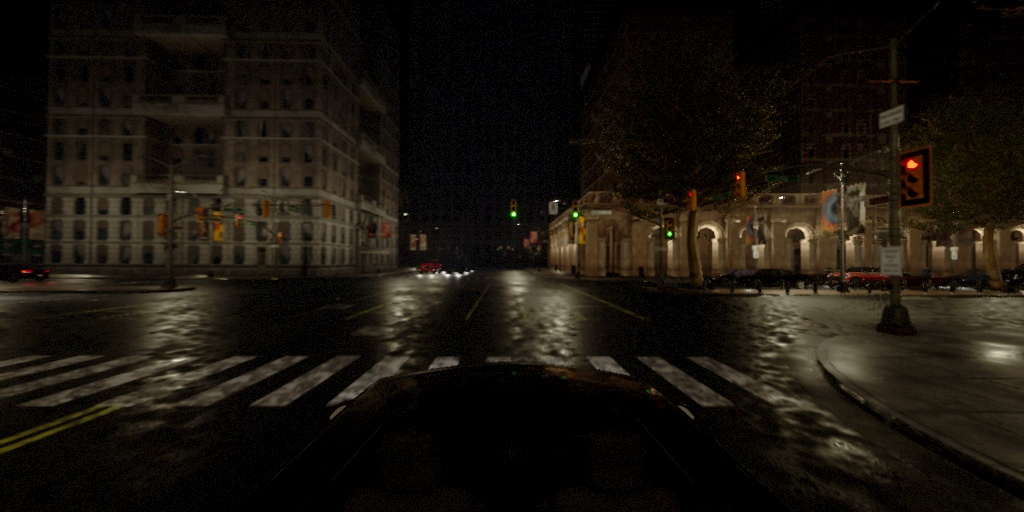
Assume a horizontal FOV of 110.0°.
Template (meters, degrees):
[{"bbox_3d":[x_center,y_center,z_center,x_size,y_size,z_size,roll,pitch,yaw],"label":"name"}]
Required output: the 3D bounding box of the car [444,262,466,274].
[{"bbox_3d":[-8.172,1.857,51.916,1.812,1.442,4.674,0,-1,-1],"label":"car"}]

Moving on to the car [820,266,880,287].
[{"bbox_3d":[29.231,1.634,30.136,4.553,1.767,2.097,0,-1,-1],"label":"car"}]

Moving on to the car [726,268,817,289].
[{"bbox_3d":[19.080,1.653,26.483,5.008,1.535,1.882,0,-1,-1],"label":"car"}]

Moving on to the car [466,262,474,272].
[{"bbox_3d":[-8.293,1.800,61.219,2.097,1.767,4.553,0,-1,0],"label":"car"}]

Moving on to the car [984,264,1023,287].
[{"bbox_3d":[39.656,1.524,26.783,5.566,2.045,2.150,0,-1,-1],"label":"car"}]

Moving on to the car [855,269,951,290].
[{"bbox_3d":[28.955,1.838,26.631,4.718,1.301,1.895,0,-1,-1],"label":"car"}]

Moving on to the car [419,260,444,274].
[{"bbox_3d":[-11.662,1.526,51.431,2.150,2.045,5.566,0,-1,-1],"label":"car"}]

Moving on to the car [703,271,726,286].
[{"bbox_3d":[18.942,1.766,29.980,5.357,1.411,2.033,0,-1,-1],"label":"car"}]

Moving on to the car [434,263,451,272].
[{"bbox_3d":[-11.801,1.988,61.019,1.994,1.385,4.181,0,-1,-1],"label":"car"}]

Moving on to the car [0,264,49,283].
[{"bbox_3d":[-40.572,1.376,29.072,4.674,1.442,1.812,0,-1,-1],"label":"car"}]

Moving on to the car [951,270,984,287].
[{"bbox_3d":[39.789,1.895,30.285,5.357,1.411,2.033,0,-1,-1],"label":"car"}]
